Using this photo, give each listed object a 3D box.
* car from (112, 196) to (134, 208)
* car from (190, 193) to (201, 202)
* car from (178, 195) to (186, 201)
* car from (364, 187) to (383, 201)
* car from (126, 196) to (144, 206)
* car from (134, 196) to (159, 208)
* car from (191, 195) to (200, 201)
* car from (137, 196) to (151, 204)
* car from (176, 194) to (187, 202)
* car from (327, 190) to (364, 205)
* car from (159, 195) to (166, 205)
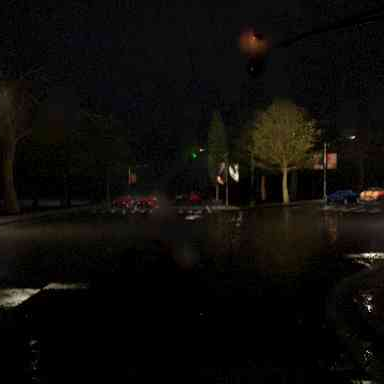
[{"bbox_3d":[-9.290,1.323,44.617,1.882,1.535,5.008,0,0,1],"label":"car"},{"bbox_3d":[0.759,1.166,73.561,2.150,2.045,5.566,0,0,1],"label":"car"},{"bbox_3d":[-2.383,1.464,83.983,1.837,1.490,4.892,0,0,1],"label":"car"},{"bbox_3d":[23.156,0.213,42.220,4.553,1.767,2.097,-2,1,-42],"label":"car"},{"bbox_3d":[-9.203,1.358,54.122,2.128,1.511,4.902,0,0,1],"label":"car"},{"bbox_3d":[-6.041,1.323,44.583,1.882,1.535,5.008,0,0,1],"label":"car"},{"bbox_3d":[0.867,1.504,83.950,2.033,1.411,5.357,0,0,1],"label":"car"},{"bbox_3d":[-9.099,1.500,63.158,1.895,1.301,4.718,0,0,1],"label":"car"},{"bbox_3d":[-2.487,1.297,73.926,2.097,1.767,4.553,0,0,1],"label":"car"},{"bbox_3d":[16.390,0.546,35.965,5.008,1.535,1.882,-2,1,-42],"label":"car"},{"bbox_3d":[-5.946,1.415,54.508,2.033,1.411,5.357,0,0,1],"label":"car"}]
